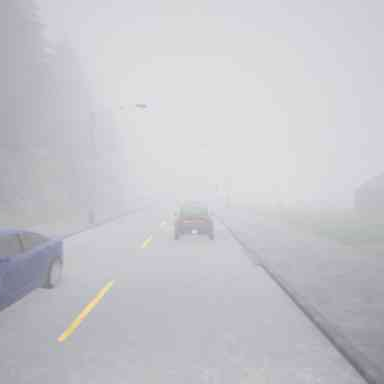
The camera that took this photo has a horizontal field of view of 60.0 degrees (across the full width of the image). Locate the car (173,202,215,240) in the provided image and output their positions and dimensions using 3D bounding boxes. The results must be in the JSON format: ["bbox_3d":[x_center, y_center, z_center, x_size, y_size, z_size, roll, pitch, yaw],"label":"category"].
[{"bbox_3d":[0.105,1.444,16.639,1.837,1.490,4.892,0,0,0],"label":"car"}]

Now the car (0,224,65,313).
[{"bbox_3d":[-4.093,1.454,6.246,1.882,1.535,5.008,0,0,0],"label":"car"}]
